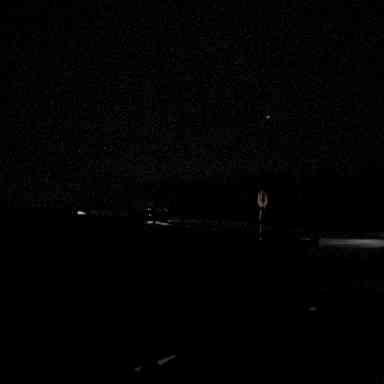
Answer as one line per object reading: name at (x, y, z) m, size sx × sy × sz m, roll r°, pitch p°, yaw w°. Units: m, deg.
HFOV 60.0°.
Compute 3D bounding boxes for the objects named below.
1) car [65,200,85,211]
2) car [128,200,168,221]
car at (-17.057, 1.985, 48.443) m, size 2.128 × 1.511 × 4.902 m, roll 0°, pitch -1°, yaw -35°
car at (-4.015, 1.574, 30.096) m, size 2.097 × 1.767 × 4.553 m, roll 0°, pitch -1°, yaw -36°
